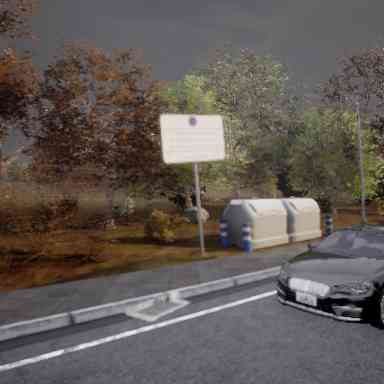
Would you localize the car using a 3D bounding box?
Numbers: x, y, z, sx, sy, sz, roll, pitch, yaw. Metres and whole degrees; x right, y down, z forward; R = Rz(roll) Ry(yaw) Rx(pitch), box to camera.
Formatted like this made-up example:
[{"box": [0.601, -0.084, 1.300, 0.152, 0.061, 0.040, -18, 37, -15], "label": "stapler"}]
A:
[{"box": [3.790, 1.498, 7.051, 4.902, 1.511, 2.128, 0, 0, -39], "label": "car"}]
